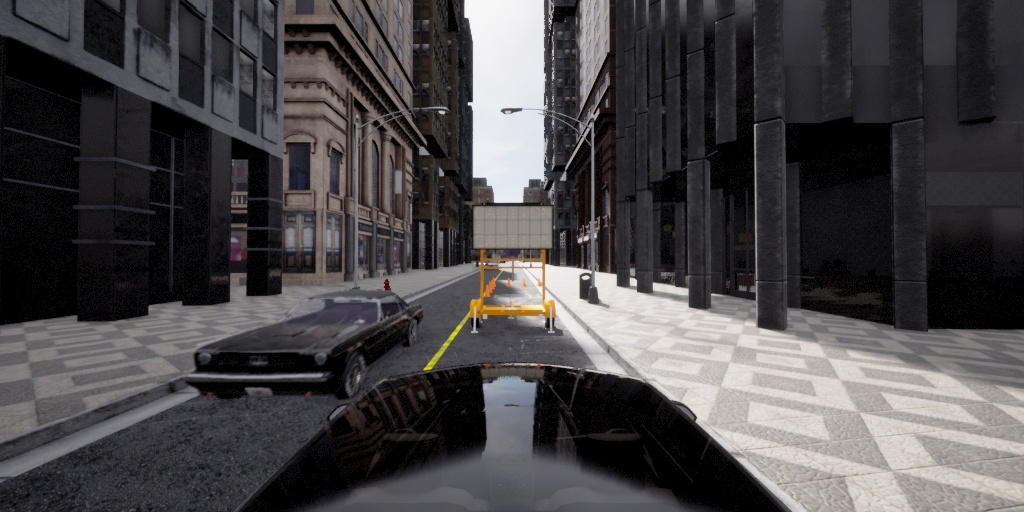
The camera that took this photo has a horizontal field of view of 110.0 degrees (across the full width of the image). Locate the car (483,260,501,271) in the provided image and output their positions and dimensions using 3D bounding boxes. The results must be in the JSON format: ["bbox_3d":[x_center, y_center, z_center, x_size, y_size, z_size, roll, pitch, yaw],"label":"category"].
[{"bbox_3d":[-2.946,1.371,50.916,1.994,1.385,4.181,0,0,0],"label":"car"}]

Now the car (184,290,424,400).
[{"bbox_3d":[-3.087,1.352,6.586,1.895,1.301,4.718,0,0,0],"label":"car"}]

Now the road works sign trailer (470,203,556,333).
[{"bbox_3d":[0.027,0.217,10.723,2.380,3.560,2.880,0,0,0],"label":"road works sign trailer"}]
